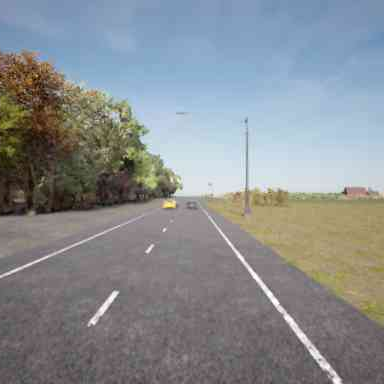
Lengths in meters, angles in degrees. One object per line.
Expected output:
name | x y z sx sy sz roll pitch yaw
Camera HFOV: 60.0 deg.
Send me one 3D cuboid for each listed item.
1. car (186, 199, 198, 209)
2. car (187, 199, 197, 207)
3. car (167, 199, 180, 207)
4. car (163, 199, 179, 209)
car | 0.001 1.949 53.442 2.128 1.511 4.902 0 0 0
car | 0.000 2.104 63.480 1.994 1.385 4.181 0 0 0
car | -3.499 2.094 63.481 2.033 1.411 5.357 0 0 0
car | -3.499 1.932 53.058 1.882 1.535 5.008 0 0 0
